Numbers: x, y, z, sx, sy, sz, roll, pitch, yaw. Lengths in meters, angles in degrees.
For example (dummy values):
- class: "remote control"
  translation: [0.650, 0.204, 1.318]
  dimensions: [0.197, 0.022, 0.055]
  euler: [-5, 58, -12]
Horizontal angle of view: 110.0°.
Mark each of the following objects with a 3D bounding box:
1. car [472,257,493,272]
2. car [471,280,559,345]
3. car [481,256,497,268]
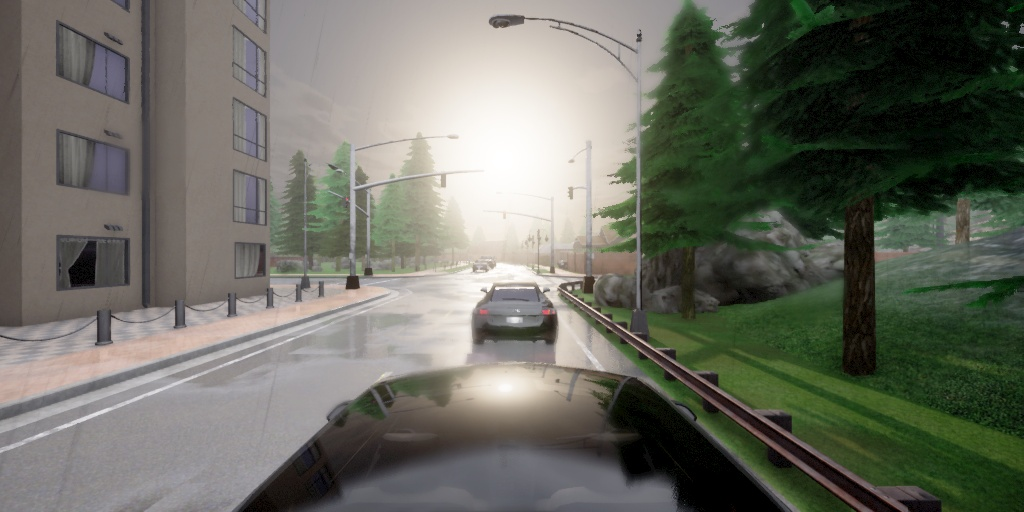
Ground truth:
- class: "car"
  translation: [-3.934, 1.212, 45.624]
  dimensions: [2.128, 1.511, 4.902]
  euler: [0, 0, 0]
- class: "car"
  translation: [0.083, 1.314, 9.536]
  dimensions: [1.994, 1.385, 4.181]
  euler: [0, 0, 1]
- class: "car"
  translation: [-3.977, 0.942, 56.232]
  dimensions: [2.150, 2.045, 5.566]
  euler: [0, 0, 0]
